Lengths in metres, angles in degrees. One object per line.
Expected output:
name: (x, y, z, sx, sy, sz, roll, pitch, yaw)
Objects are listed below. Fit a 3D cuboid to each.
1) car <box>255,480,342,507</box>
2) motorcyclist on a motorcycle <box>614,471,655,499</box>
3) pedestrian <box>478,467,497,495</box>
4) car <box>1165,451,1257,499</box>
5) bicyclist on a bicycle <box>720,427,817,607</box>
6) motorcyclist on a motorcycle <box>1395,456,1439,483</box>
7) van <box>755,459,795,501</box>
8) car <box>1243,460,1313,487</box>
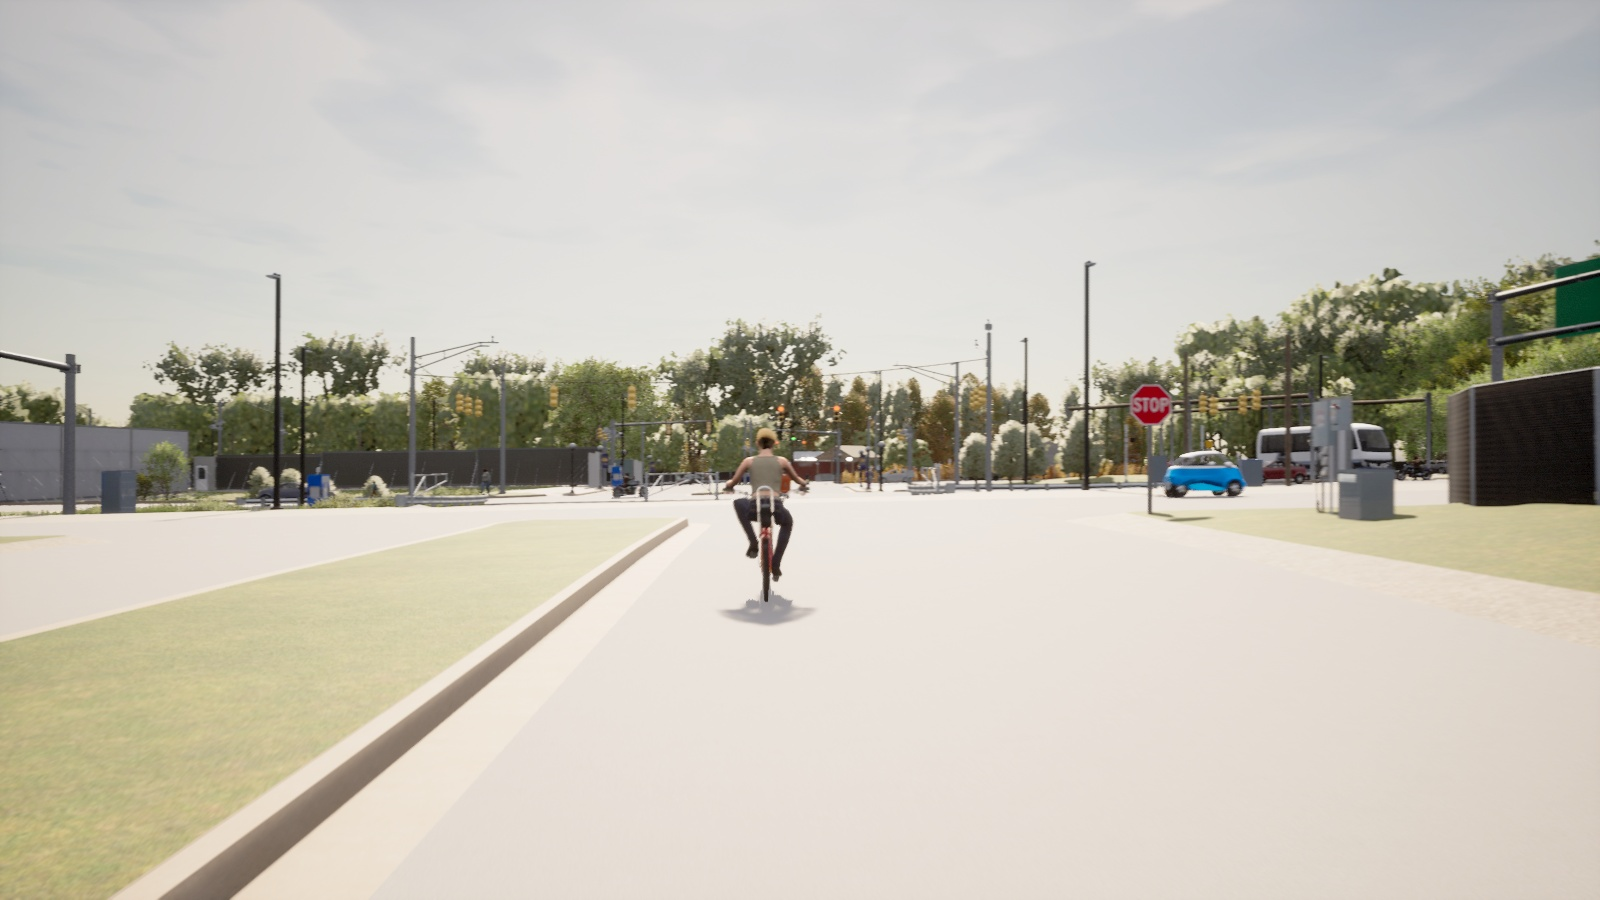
car: (-28.571, 2.473, 71.676, 4.181, 1.385, 1.994, -1, 0, -1)
motorcyclist on a motorcycle: (-10.245, 2.172, 77.763, 2.350, 1.649, 0.766, 0, -1, -18)
pedestrian: (-21.162, 2.074, 85.049, 0.874, 1.855, 0.900, 0, -1, 36)
car: (12.286, 0.736, 37.648, 2.207, 1.376, 1.481, -1, -1, -2)
bicyclist on a bicycle: (-0.293, 0.597, 12.009, 0.866, 1.612, 1.509, 0, 0, -1)
motorcyclist on a motorcycle: (39.298, 1.236, 80.031, 2.350, 1.649, 0.766, -2, -1, 0)
van: (-1.288, 1.438, 61.932, 1.775, 1.987, 4.442, -1, 0, -3)
car: (30.376, 1.485, 79.825, 3.705, 1.549, 1.789, -1, 0, -2)
